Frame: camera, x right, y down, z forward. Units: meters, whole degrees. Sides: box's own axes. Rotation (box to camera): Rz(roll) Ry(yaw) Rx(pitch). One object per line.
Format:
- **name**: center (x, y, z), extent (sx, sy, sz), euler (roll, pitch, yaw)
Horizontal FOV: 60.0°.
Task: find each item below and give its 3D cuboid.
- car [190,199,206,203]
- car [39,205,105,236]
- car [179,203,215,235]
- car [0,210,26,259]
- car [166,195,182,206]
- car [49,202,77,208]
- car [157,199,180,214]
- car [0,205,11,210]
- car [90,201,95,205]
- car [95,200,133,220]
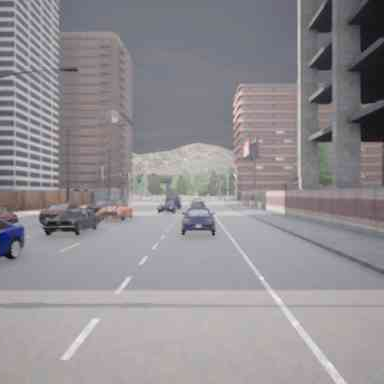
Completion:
- **car**: center (0.750, 1.686, 43.071), extent (2.128, 1.511, 4.902), euler (0, 0, 1)
- **car**: center (-6.804, 1.684, 19.315), extent (1.895, 1.301, 4.718), euler (0, 0, 1)
- **car**: center (0.376, 1.613, 19.433), extent (1.812, 1.442, 4.674), euler (0, 0, 1)
- **car**: center (-6.977, 1.519, 9.972), extent (1.882, 1.535, 5.008), euler (0, 0, 1)
- **car**: center (-2.705, 1.438, 48.440), extent (2.150, 2.045, 5.566), euler (0, 0, 1)
- **car**: center (-10.153, 1.589, 26.159), extent (1.882, 1.535, 5.008), euler (0, 0, 2)
- **car**: center (-2.794, 1.770, 37.990), extent (1.895, 1.301, 4.718), euler (0, 0, 1)
- **car**: center (-10.373, 1.418, 16.031), extent (2.097, 1.767, 4.553), euler (0, 0, 1)
- **car**: center (-9.925, 1.635, 36.336), extent (1.882, 1.535, 5.008), euler (0, 0, 1)
- **car**: center (-6.572, 1.479, 29.123), extent (2.097, 1.767, 4.553), euler (0, 0, 1)
